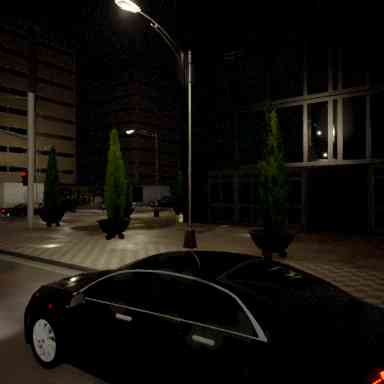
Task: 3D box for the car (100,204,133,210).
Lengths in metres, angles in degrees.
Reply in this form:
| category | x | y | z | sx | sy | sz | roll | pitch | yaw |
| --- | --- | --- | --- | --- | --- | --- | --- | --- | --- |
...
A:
| category | x | y | z | sx | sy | sz | roll | pitch | yaw |
| --- | --- | --- | --- | --- | --- | --- | --- | --- | --- |
| car | -9.865 | 1.581 | 43.750 | 1.812 | 1.442 | 4.674 | 0 | 0 | 35 |

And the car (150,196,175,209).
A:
| category | x | y | z | sx | sy | sz | roll | pitch | yaw |
| --- | --- | --- | --- | --- | --- | --- | --- | --- | --- |
| car | -3.583 | 1.656 | 46.260 | 1.895 | 1.301 | 4.718 | 0 | 0 | 36 |

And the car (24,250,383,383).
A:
| category | x | y | z | sx | sy | sz | roll | pitch | yaw |
| --- | --- | --- | --- | --- | --- | --- | --- | --- | --- |
| car | -0.164 | 1.505 | 4.106 | 4.892 | 1.490 | 1.837 | 0 | 0 | 36 |

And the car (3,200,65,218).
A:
| category | x | y | z | sx | sy | sz | roll | pitch | yaw |
| --- | --- | --- | --- | --- | --- | --- | --- | --- | --- |
| car | -14.568 | 1.656 | 30.664 | 1.895 | 1.301 | 4.718 | 0 | 0 | 35 |

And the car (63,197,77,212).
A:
| category | x | y | z | sx | sy | sz | roll | pitch | yaw |
| --- | --- | --- | --- | --- | --- | --- | --- | --- | --- |
| car | -14.986 | 1.407 | 36.498 | 2.097 | 1.767 | 4.553 | 0 | 0 | 35 |
